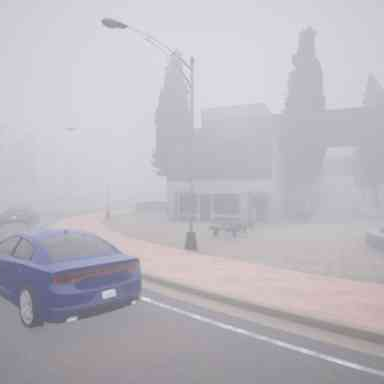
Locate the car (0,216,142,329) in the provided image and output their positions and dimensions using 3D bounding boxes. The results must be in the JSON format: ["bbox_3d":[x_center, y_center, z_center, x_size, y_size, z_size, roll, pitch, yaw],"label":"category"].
[{"bbox_3d":[-3.108,1.524,7.211,1.882,1.535,5.008,0,0,-45],"label":"car"}]

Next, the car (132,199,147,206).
[{"bbox_3d":[-10.544,2.093,68.144,1.812,1.442,4.674,0,-1,23],"label":"car"}]

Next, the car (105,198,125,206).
[{"bbox_3d":[-15.221,1.965,66.089,1.812,1.442,4.674,0,-1,23],"label":"car"}]

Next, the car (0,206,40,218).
[{"bbox_3d":[-12.574,1.697,24.514,1.994,1.385,4.181,0,-1,-15],"label":"car"}]
